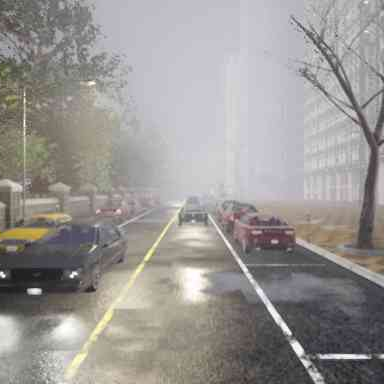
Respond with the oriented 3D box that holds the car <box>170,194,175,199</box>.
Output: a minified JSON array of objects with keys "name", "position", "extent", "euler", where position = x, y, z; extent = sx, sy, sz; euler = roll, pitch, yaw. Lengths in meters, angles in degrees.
[{"name":"car","position":[-5.663,1.153,91.933],"extent":[1.947,1.339,4.313],"euler":[0,0,0]}]

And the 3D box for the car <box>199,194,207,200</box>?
[{"name":"car","position":[2.714,1.211,80.666],"extent":[1.802,1.307,4.206],"euler":[0,0,0]}]

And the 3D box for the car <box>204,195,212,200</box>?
[{"name":"car","position":[2.701,1.369,35.608],"extent":[2.008,1.369,4.403],"euler":[0,0,0]}]

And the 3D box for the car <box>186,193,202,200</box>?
[{"name":"car","position":[0.113,1.274,45.865],"extent":[1.837,1.490,4.892],"euler":[0,0,0]}]

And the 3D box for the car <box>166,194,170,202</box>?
[{"name":"car","position":[-5.672,1.220,63.602],"extent":[1.752,1.417,4.829],"euler":[0,0,0]}]

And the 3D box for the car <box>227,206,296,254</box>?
[{"name":"car","position":[2.695,1.474,13.080],"extent":[1.887,1.381,4.507],"euler":[0,0,0]}]

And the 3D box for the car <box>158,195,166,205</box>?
[{"name":"car","position":[-5.675,1.285,52.507],"extent":[1.887,1.381,4.507],"euler":[0,0,0]}]

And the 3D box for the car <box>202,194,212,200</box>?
[{"name":"car","position":[2.704,1.347,46.873],"extent":[1.802,1.307,4.206],"euler":[0,0,0]}]

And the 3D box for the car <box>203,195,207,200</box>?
[{"name":"car","position":[2.702,1.373,41.241],"extent":[1.802,1.307,4.206],"euler":[0,0,0]}]

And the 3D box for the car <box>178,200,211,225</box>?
[{"name":"car","position":[0.086,1.483,22.486],"extent":[1.895,1.301,4.718],"euler":[0,0,0]}]

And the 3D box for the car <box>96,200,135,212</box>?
[{"name":"car","position":[-5.682,1.313,24.345],"extent":[1.967,1.590,4.097],"euler":[0,0,0]}]

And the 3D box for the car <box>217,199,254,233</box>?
[{"name":"car","position":[2.697,1.341,18.711],"extent":[1.967,1.590,4.097],"euler":[0,0,0]}]

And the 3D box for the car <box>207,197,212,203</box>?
[{"name":"car","position":[2.699,1.396,29.976],"extent":[2.008,1.369,4.403],"euler":[0,0,0]}]

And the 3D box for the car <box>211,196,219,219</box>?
[{"name":"car","position":[2.698,1.313,24.343],"extent":[1.967,1.590,4.097],"euler":[0,0,0]}]

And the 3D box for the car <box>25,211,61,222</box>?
[{"name":"car","position":[-5.685,1.456,12.912],"extent":[1.752,1.417,4.829],"euler":[0,0,0]}]

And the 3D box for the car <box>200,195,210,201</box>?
[{"name":"car","position":[2.710,1.254,69.401],"extent":[1.802,1.307,4.206],"euler":[0,0,0]}]

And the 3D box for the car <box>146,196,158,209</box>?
[{"name":"car","position":[-5.678,1.335,41.243],"extent":[1.887,1.381,4.507],"euler":[0,0,0]}]

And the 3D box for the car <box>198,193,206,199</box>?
[{"name":"car","position":[2.717,1.027,91.930],"extent":[1.967,1.590,4.097],"euler":[0,0,0]}]

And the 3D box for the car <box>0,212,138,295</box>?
[{"name":"car","position":[-2.998,1.498,9.002],"extent":[2.033,1.411,5.357],"euler":[0,0,0]}]

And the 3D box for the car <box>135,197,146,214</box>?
[{"name":"car","position":[-5.681,1.390,29.978],"extent":[1.887,1.381,4.507],"euler":[0,0,0]}]

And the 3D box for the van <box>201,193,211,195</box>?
[{"name":"van","position":[2.708,1.058,58.137],"extent":[1.690,1.788,3.998],"euler":[0,0,0]}]
